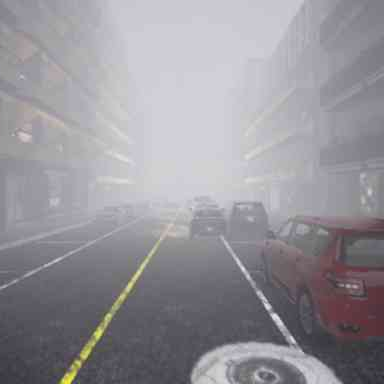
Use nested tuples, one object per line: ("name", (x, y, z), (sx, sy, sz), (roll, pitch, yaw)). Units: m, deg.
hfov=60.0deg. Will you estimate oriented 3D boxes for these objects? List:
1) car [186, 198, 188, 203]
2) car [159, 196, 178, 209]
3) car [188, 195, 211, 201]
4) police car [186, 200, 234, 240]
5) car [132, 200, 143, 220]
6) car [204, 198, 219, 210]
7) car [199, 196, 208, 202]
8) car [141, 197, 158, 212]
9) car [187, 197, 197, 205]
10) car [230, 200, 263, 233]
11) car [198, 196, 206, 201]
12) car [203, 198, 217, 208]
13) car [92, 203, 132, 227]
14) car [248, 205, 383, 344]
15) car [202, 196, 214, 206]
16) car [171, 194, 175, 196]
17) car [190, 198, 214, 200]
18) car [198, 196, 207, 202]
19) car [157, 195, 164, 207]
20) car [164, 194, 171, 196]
("car", (0.015, 1.669, 52.737), (1.994, 1.385, 4.181), (0, 0, 0))
("car", (-3.053, 1.658, 46.640), (1.994, 1.385, 4.181), (0, 0, 0))
("car", (0.908, 1.290, 33.300), (2.150, 2.045, 5.566), (0, 0, 0))
("police car", (0.801, 1.460, 17.386), (1.930, 1.638, 5.238), (0, 0, 0))
("car", (-5.694, 1.640, 28.872), (1.802, 1.307, 4.206), (-1, 0, 0))
("car", (2.690, 1.616, 45.818), (1.752, 1.417, 4.829), (-1, 0, 0))
("car", (2.698, 1.726, 79.260), (1.947, 1.339, 4.313), (-1, 0, 0))
("car", (-5.691, 1.631, 40.077), (2.008, 1.369, 4.403), (-1, 0, 0))
("car", (0.014, 1.695, 63.907), (1.994, 1.385, 4.181), (0, 0, 0))
("car", (2.681, 1.350, 17.639), (2.192, 1.841, 5.009), (-1, 0, 0))
("car", (2.700, 1.709, 90.635), (1.752, 1.417, 4.829), (-1, 0, 0))
("car", (2.691, 1.667, 51.250), (1.947, 1.339, 4.313), (-1, 0, 0))
("car", (-5.695, 1.628, 23.270), (1.802, 1.307, 4.206), (-1, 0, 0))
("car", (2.678, 1.328, 6.435), (2.192, 1.841, 5.009), (-1, 0, 0))
("car", (2.691, 1.553, 56.853), (1.967, 1.590, 4.097), (-1, 0, 0))
("car", (-5.680, 1.735, 90.495), (2.008, 1.369, 4.403), (-1, 0, 0))
("car", (0.906, 1.510, 27.459), (1.801, 1.575, 5.366), (0, 0, 0))
("car", (2.699, 1.723, 84.863), (2.008, 1.369, 4.403), (-1, 0, 0))
("car", (-5.689, 1.653, 51.281), (2.008, 1.369, 4.403), (-1, 0, 0))
("car", (-5.690, 1.441, 62.485), (2.192, 1.841, 5.009), (-1, 0, 0))
